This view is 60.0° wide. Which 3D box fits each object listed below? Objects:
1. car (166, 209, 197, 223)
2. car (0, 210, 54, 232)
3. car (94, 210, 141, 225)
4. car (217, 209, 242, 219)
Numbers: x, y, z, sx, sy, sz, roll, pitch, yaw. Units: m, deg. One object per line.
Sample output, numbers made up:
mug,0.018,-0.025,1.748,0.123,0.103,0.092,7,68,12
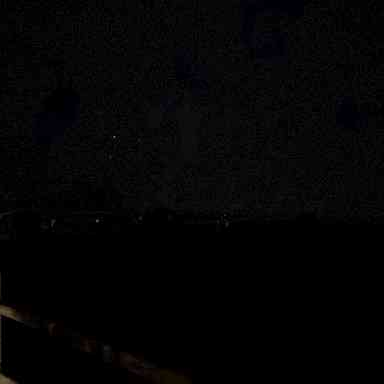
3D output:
car,-1.054,2.836,39.963,2.128,1.511,4.902,0,-2,36
car,-12.430,2.058,23.964,1.837,1.490,4.892,0,-2,34
car,-7.010,2.418,31.641,2.128,1.511,4.902,0,-2,35
car,5.614,3.328,49.224,1.837,1.490,4.892,0,-2,36
